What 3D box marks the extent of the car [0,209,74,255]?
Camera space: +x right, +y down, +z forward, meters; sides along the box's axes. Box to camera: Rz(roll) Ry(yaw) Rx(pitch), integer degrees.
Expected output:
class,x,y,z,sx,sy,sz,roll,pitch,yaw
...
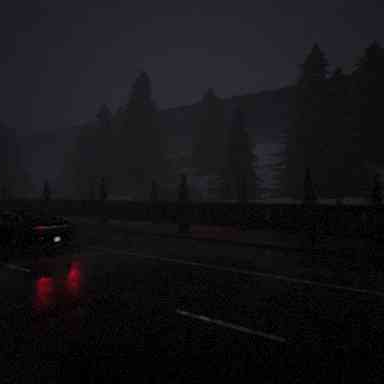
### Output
class,x,y,z,sx,sy,sz,roll,pitch,yaw
car,-6.665,1.424,13.059,4.902,1.511,2.128,0,0,36
